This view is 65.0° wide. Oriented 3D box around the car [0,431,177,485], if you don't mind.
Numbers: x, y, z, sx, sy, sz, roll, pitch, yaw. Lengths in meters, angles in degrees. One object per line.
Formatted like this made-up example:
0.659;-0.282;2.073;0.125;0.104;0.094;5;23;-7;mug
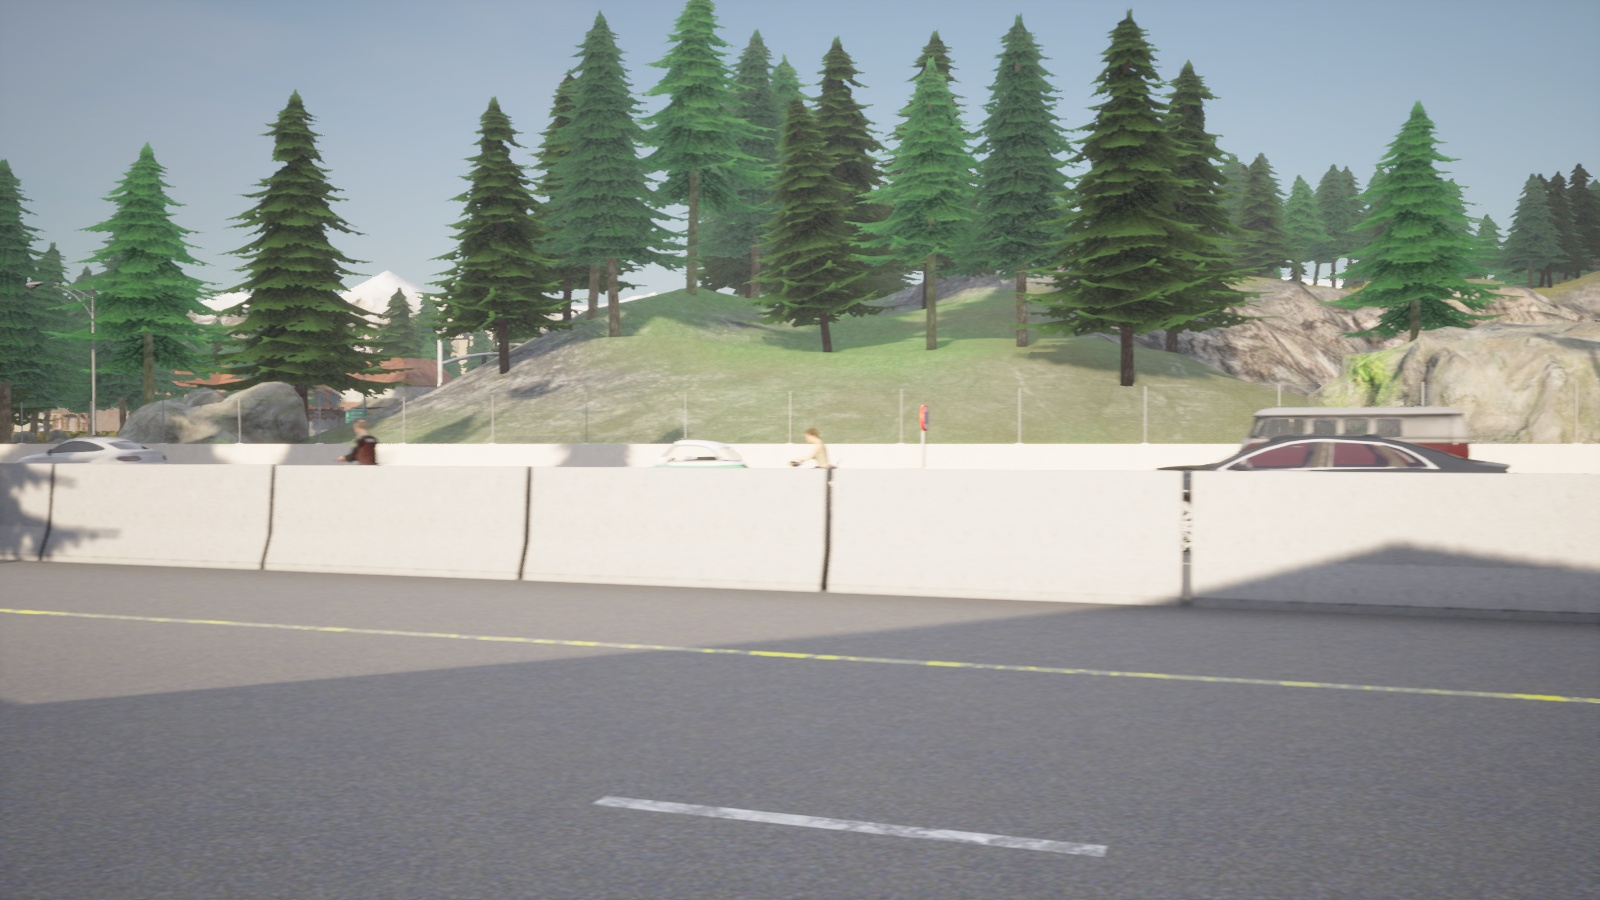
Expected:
-20.386;0.201;35.899;4.674;1.442;1.812;1;1;19;car

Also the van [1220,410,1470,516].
10.880;0.215;25.221;4.442;1.987;1.775;1;1;25;van

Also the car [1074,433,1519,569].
6.090;0.551;15.913;4.902;1.511;2.128;1;1;19;car

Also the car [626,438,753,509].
-2.277;0.454;26.114;2.207;1.376;1.481;1;1;19;car
